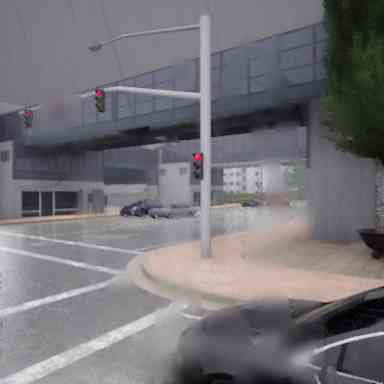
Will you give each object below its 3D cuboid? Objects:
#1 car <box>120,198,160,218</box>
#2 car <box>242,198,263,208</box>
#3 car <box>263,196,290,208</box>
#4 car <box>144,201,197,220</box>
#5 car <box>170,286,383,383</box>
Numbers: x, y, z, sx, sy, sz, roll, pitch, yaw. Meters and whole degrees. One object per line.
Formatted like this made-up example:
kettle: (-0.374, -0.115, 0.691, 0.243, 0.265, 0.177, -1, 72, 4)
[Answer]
car: (-4.535, 1.432, 30.862, 2.097, 1.767, 4.553, 0, 0, 36)
car: (9.068, 1.644, 49.578, 1.994, 1.385, 4.181, 0, 0, 36)
car: (12.581, 1.417, 48.451, 2.097, 1.767, 4.553, 0, 0, 36)
car: (-1.647, 1.668, 28.884, 1.895, 1.301, 4.718, 0, 0, 36)
car: (2.040, 1.504, 2.522, 4.892, 1.490, 1.837, 0, 0, 35)
